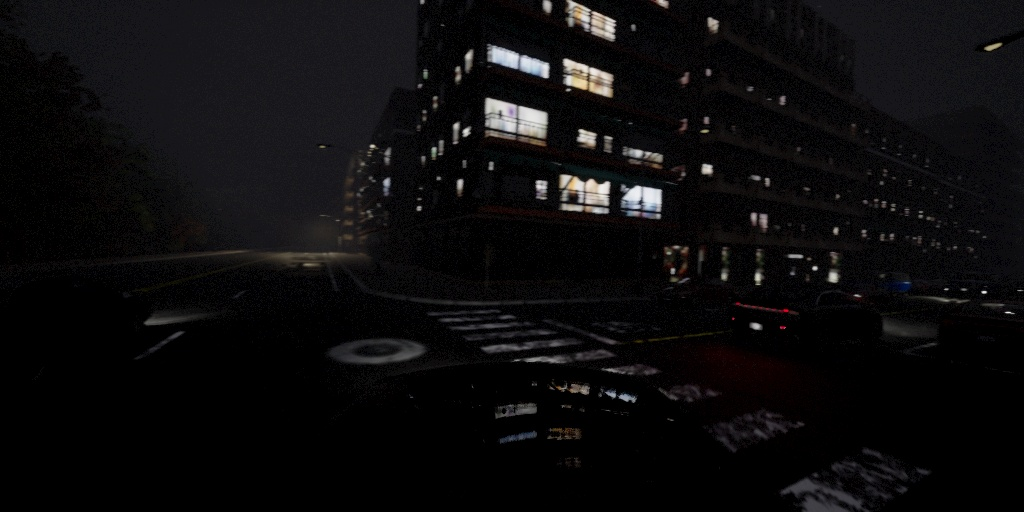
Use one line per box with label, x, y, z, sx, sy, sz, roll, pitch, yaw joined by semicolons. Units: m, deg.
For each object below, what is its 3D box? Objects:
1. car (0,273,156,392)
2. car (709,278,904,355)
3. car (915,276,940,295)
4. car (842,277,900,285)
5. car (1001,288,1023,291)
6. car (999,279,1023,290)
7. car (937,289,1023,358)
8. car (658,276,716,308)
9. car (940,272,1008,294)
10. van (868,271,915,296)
car;-7.611;0.963;5.421;2.033;1.411;5.357;2;1;-28
car;7.872;1.517;9.545;4.902;1.511;2.128;2;1;-28
car;33.177;2.506;29.670;4.207;1.307;1.802;0;0;-28
car;17.337;1.913;18.196;4.181;1.385;1.994;2;1;-28
car;17.177;1.976;11.558;4.313;1.339;1.948;0;0;-28
car;36.217;2.597;24.789;4.902;1.511;2.128;2;1;-28
car;12.496;1.777;9.033;4.507;1.381;1.888;0;0;-28
car;8.543;1.568;16.382;4.207;1.307;1.802;0;0;-28
car;36.922;2.308;28.641;5.566;2.045;2.150;2;1;-28
van;28.195;2.074;26.982;3.998;1.789;1.690;0;0;-28
